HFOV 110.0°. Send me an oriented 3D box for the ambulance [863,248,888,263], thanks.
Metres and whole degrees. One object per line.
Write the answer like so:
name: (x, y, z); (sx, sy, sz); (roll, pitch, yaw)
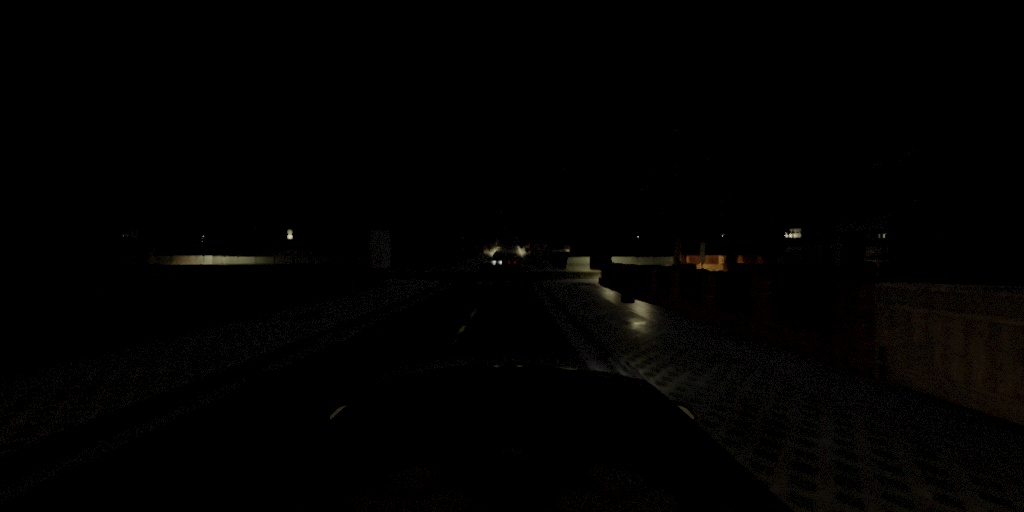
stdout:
ambulance: (36.891, 0.434, 34.244); (6.366, 2.431, 2.351); (0, 2, 0)
